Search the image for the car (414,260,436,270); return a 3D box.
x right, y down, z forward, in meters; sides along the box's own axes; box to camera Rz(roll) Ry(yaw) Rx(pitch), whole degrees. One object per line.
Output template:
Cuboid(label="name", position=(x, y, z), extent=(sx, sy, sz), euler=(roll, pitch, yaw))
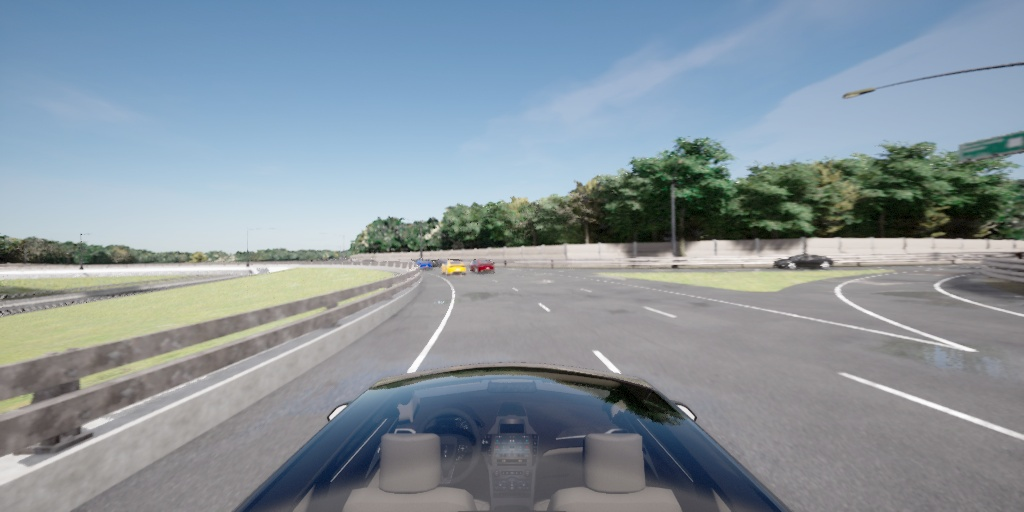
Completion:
Cuboid(label="car", position=(-13.196, 1.273, 52.600), extent=(1.882, 1.535, 5.008), euler=(-1, 1, -29))

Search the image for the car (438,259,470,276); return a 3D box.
Cuboid(label="car", position=(-6.120, 1.198, 37.312), extent=(1.882, 1.535, 5.008), euler=(-1, 0, -20))

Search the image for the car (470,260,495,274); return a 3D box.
Cuboid(label="car", position=(-3.446, 1.133, 40.057), extent=(1.882, 1.535, 5.008), euler=(-1, 0, -21))

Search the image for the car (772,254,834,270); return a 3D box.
Cuboid(label="car", position=(27.834, 0.567, 34.376), extent=(4.892, 1.490, 1.837), euler=(-1, 0, 7))

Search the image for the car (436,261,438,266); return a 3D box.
Cuboid(label="car", position=(-15.097, 1.355, 62.402), extent=(1.994, 1.385, 4.181), euler=(-1, 0, -35))
